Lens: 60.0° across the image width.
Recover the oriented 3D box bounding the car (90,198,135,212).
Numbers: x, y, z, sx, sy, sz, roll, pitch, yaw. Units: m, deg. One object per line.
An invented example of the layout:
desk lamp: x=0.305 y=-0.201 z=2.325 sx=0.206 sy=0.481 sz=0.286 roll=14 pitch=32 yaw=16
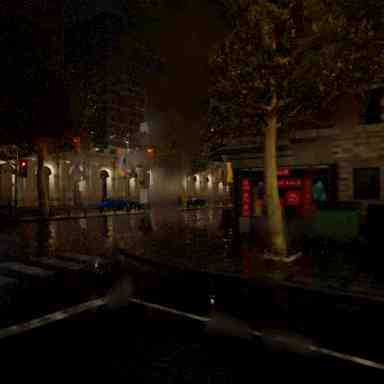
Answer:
car: x=-9.284 y=1.453 z=37.900 sx=1.882 sy=1.535 sz=5.008 roll=0 pitch=0 yaw=36

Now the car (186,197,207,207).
car: x=0.684 y=1.539 z=51.708 sx=1.994 sy=1.385 sz=4.181 roll=0 pitch=0 yaw=36

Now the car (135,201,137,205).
car: x=-10.252 y=1.565 z=47.928 sx=1.895 sy=1.301 sz=4.718 roll=0 pitch=0 yaw=36
